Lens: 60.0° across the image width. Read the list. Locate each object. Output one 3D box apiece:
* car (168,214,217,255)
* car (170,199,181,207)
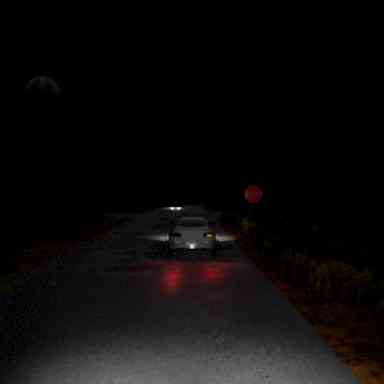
[{"bbox_3d":[0.024,1.655,13.867,1.812,1.442,4.674,0,0,1],"label":"car"},{"bbox_3d":[-3.114,2.166,64.237,2.128,1.511,4.902,0,-1,1],"label":"car"}]
